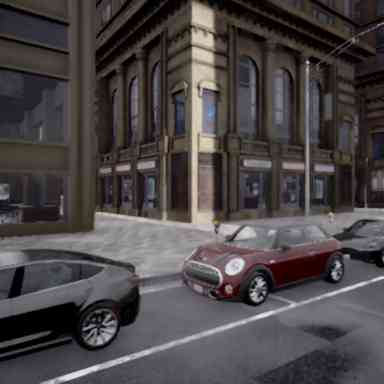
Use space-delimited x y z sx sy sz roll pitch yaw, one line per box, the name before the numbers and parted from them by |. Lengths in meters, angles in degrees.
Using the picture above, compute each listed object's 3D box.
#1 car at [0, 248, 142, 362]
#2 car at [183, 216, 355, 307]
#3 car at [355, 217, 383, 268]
car | -2.804 1.565 4.645 4.313 1.339 1.947 0 0 -36
car | 1.756 1.423 7.898 4.097 1.590 1.967 0 0 -36
car | 6.316 1.532 11.152 4.313 1.339 1.947 0 0 -36
